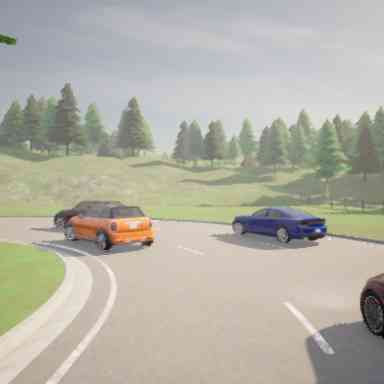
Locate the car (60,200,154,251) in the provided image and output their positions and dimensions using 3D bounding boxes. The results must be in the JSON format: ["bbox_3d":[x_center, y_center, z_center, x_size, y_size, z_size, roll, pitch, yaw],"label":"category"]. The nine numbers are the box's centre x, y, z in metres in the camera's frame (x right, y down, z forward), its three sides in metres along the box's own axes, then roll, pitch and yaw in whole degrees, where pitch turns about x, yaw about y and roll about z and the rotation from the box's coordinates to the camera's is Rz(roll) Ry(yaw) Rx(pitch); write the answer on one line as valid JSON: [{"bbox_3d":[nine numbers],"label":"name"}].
[{"bbox_3d":[-3.577,1.279,14.002,2.097,1.767,4.553,0,1,-41],"label":"car"}]

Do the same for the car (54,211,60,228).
[{"bbox_3d":[-5.944,1.246,19.670,4.553,1.767,2.097,0,0,26],"label":"car"}]

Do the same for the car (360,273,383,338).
[{"bbox_3d":[3.730,1.525,3.634,1.812,1.442,4.674,0,0,0],"label":"car"}]

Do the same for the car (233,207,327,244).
[{"bbox_3d":[3.929,1.427,15.798,1.882,1.535,5.008,1,0,-30],"label":"car"}]
